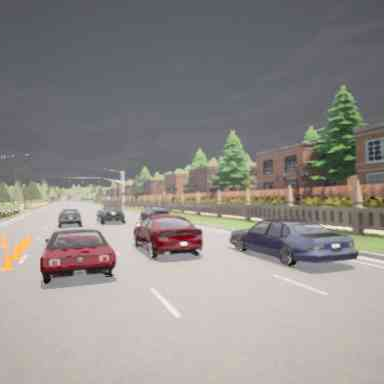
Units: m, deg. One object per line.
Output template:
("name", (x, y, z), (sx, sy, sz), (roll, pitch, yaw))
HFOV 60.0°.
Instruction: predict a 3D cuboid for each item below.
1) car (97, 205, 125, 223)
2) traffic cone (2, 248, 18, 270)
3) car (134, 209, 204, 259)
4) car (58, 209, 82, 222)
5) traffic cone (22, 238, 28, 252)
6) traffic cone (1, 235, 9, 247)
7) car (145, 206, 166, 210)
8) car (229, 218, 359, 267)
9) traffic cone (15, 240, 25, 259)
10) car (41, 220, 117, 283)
("car", (-7.552, 1.952, 30.772), (2.097, 1.767, 4.553), (-1, -1, -21))
("traffic cone", (-6.029, 2.234, 10.918), (0.340, 0.580, 0.340), (-1, -1, -21))
("car", (-1.162, 1.706, 13.895), (1.882, 1.535, 5.008), (-1, -1, -21))
("car", (-10.418, 2.168, 28.465), (2.033, 1.411, 5.357), (-1, -1, -21))
("traffic cone", (-7.445, 2.316, 14.659), (0.340, 0.580, 0.340), (-1, -1, -21))
("traffic cone", (-9.088, 2.370, 16.174), (0.340, 0.580, 0.340), (-1, -1, -21))
("car", (-3.314, 2.004, 29.467), (1.837, 1.490, 4.892), (-1, -1, -21))
("car", (3.296, 1.662, 12.003), (2.033, 1.411, 5.357), (-1, -1, -21))
("traffic cone", (-6.737, 2.275, 12.788), (0.340, 0.580, 0.340), (-1, -1, -21))
("car", (-3.657, 1.829, 10.607), (1.895, 1.301, 4.718), (-1, -1, -21))
